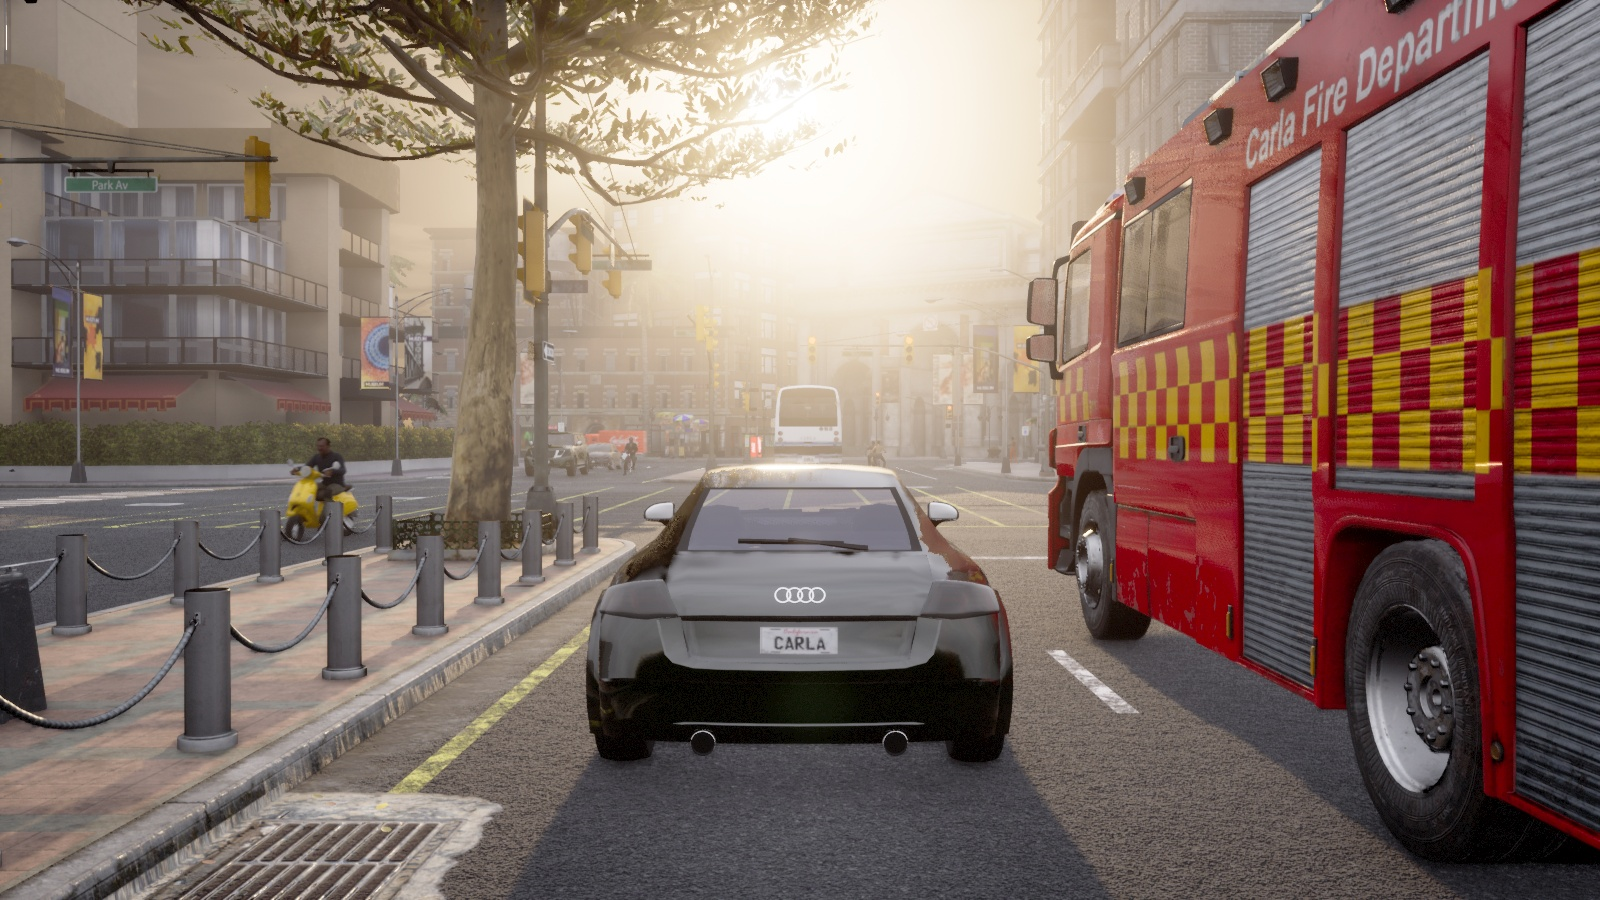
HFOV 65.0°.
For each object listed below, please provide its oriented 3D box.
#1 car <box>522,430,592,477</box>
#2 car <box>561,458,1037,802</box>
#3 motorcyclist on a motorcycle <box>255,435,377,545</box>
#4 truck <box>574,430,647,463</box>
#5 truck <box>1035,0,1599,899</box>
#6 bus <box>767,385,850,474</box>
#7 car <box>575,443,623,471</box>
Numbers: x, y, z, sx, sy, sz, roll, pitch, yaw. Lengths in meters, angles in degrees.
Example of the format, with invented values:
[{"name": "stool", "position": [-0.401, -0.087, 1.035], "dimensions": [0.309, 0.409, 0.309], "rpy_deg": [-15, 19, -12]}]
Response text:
[{"name": "car", "position": [-11.115, 0.130, 57.873], "dimensions": [2.150, 2.045, 5.566], "rpy_deg": [0, 0, 0]}, {"name": "car", "position": [0.005, 0.769, 7.352], "dimensions": [1.994, 1.385, 4.181], "rpy_deg": [0, 0, 0]}, {"name": "motorcyclist on a motorcycle", "position": [-7.403, 0.585, 19.297], "dimensions": [0.866, 1.590, 1.817], "rpy_deg": [1, 1, 12]}, {"name": "truck", "position": [-14.472, -0.294, 96.081], "dimensions": [5.204, 2.467, 2.627], "rpy_deg": [0, 0, 1]}, {"name": "truck", "position": [3.562, -0.456, 7.201], "dimensions": [2.891, 3.827, 8.468], "rpy_deg": [0, 0, 0]}, {"name": "bus", "position": [0.433, -0.997, 65.120], "dimensions": [3.944, 4.253, 10.273], "rpy_deg": [0, 0, 0]}, {"name": "car", "position": [-11.044, 0.351, 69.393], "dimensions": [1.837, 1.490, 4.892], "rpy_deg": [0, 0, 0]}]
